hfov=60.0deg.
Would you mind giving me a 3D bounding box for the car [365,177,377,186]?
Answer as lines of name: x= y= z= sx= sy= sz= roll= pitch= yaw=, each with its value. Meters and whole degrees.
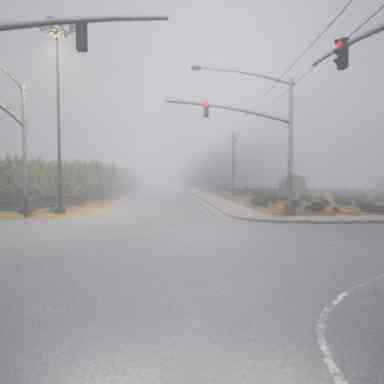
car: x=42.077 y=-2.394 z=77.806 sx=1.905 sy=1.878 sz=3.866 roll=10 pitch=10 yaw=41
